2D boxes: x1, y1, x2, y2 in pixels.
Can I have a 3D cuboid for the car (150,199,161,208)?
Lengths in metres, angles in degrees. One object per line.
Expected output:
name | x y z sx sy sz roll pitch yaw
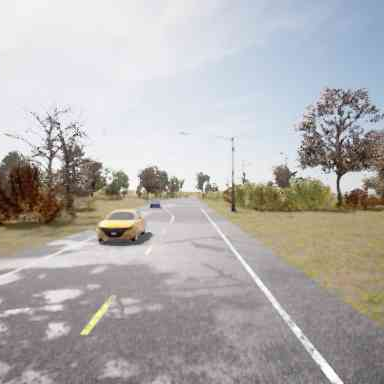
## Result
car | -6.555 2.079 59.646 1.882 1.535 5.008 0 0 -5

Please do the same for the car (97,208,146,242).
car | -3.634 1.675 17.912 1.882 1.535 5.008 0 -1 0
